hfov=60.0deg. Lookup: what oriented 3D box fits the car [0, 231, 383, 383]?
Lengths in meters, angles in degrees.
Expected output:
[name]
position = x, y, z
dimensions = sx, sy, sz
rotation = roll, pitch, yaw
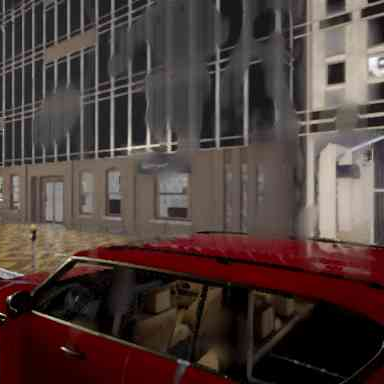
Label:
[car]
position = -0.185, 1.304, 3.009
dimensions = 5.009, 1.841, 2.192
rotation = 0, 0, 35
